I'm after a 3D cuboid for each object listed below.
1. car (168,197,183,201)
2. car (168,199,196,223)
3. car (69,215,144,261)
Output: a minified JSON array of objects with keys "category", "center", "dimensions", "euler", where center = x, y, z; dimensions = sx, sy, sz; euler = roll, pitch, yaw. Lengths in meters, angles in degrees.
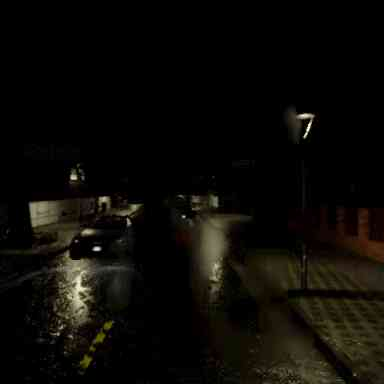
[{"category":"car","center":[-1.904,1.394,41.797],"dimensions":[2.097,1.767,4.553],"euler":[0,0,-5]},{"category":"car","center":[-0.715,1.516,25.848],"dimensions":[1.837,1.490,4.892],"euler":[0,-1,-3]},{"category":"car","center":[-2.964,1.571,12.272],"dimensions":[1.994,1.385,4.181],"euler":[0,0,-1]}]
